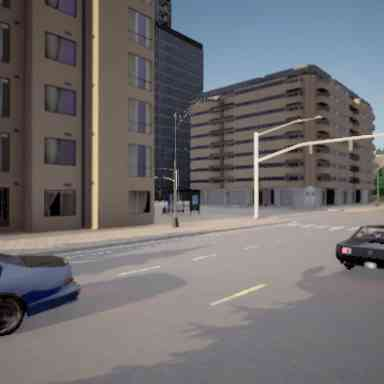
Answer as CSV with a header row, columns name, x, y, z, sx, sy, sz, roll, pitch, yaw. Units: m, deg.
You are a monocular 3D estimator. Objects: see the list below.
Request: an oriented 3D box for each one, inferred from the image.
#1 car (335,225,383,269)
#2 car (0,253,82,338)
name,x,y,z,sx,sy,sz,roll,pitch,yaw
car,6.331,1.691,10.548,1.895,1.301,4.718,0,-1,43
car,-4.574,1.587,5.115,5.357,1.411,2.033,0,-1,-37
